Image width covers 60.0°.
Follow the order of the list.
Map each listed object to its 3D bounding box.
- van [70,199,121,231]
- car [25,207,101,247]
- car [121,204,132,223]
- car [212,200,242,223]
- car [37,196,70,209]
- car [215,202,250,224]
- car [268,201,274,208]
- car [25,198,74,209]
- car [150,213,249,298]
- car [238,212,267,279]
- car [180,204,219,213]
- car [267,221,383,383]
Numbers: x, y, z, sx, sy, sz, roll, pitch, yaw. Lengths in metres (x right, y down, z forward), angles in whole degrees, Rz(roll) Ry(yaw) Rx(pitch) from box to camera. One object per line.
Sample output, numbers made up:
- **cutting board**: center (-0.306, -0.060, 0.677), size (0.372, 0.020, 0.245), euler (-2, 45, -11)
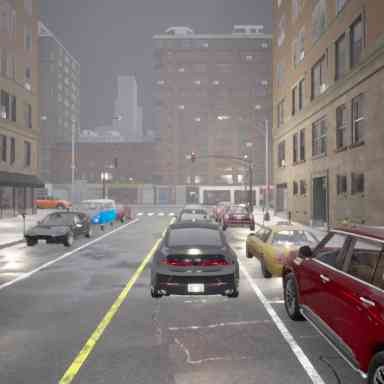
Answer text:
- **van**: center (-5.865, 1.364, 20.677), size (1.690, 1.788, 3.998), euler (1, 0, 0)
- **car**: center (-5.863, 1.581, 15.195), size (1.947, 1.339, 4.313), euler (1, 0, 0)
- **car**: center (-5.872, 1.575, 26.160), size (1.887, 1.381, 4.507), euler (1, 0, 0)
- **car**: center (2.655, 1.470, 26.166), size (1.967, 1.590, 4.097), euler (1, 0, 0)
- **car**: center (-16.417, 1.234, 39.051), size (4.553, 1.767, 2.097), euler (0, -1, 0)
- **car**: center (2.659, 1.463, 20.683), size (1.967, 1.590, 4.097), euler (1, 0, 0)
- **car**: center (13.420, 1.576, 48.838), size (4.553, 1.767, 2.097), euler (0, -1, 0)
- **car**: center (-18.015, 1.454, 42.307), size (5.357, 1.411, 2.033), euler (0, -1, 0)
- **car**: center (0.042, 1.512, 8.529), size (1.837, 1.490, 4.892), euler (0, 0, -1)
- **car**: center (2.668, 1.534, 9.888), size (1.752, 1.417, 4.829), euler (1, 0, 0)
- **car**: center (0.086, 1.542, 15.991), size (1.812, 1.442, 4.674), euler (0, 0, 0)
- **car**: center (2.675, 1.318, 4.235), size (2.192, 1.841, 5.009), euler (1, 0, 0)
